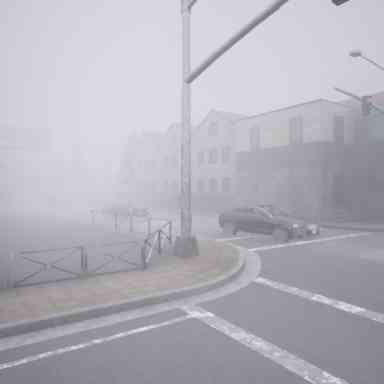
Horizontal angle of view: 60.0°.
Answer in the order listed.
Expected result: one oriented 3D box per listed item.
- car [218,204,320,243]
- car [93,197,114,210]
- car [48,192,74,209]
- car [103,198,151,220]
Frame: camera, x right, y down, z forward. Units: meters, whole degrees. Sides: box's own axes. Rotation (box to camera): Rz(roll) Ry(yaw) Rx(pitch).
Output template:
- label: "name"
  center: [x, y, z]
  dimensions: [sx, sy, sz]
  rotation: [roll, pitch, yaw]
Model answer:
- label: "car"
  center: [3.299, 1.315, 15.085]
  dimensions: [2.128, 1.511, 4.902]
  rotation: [0, 0, -39]
- label: "car"
  center: [-10.516, 1.328, 40.428]
  dimensions: [1.837, 1.490, 4.892]
  rotation: [0, 0, -35]
- label: "car"
  center: [-17.283, 1.044, 43.748]
  dimensions: [2.150, 2.045, 5.566]
  rotation: [0, 0, -35]
- label: "car"
  center: [-5.106, 1.424, 26.409]
  dimensions: [1.895, 1.301, 4.718]
  rotation: [0, 0, -35]
